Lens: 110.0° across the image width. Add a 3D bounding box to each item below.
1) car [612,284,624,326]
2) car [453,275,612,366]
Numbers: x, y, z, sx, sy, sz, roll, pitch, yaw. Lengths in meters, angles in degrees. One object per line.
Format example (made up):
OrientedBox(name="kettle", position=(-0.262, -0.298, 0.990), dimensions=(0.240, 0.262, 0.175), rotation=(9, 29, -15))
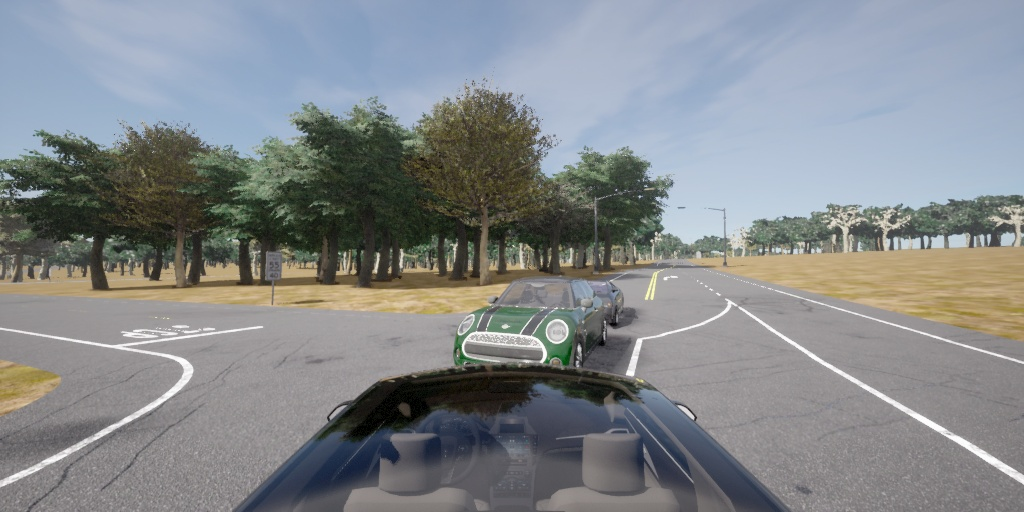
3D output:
OrientedBox(name="car", position=(2.884, 1.555, 12.941), dimensions=(1.994, 1.385, 4.181), rotation=(-2, 0, 22))
OrientedBox(name="car", position=(0.668, 1.223, 7.505), dimensions=(2.097, 1.767, 4.553), rotation=(-1, -2, 22))
